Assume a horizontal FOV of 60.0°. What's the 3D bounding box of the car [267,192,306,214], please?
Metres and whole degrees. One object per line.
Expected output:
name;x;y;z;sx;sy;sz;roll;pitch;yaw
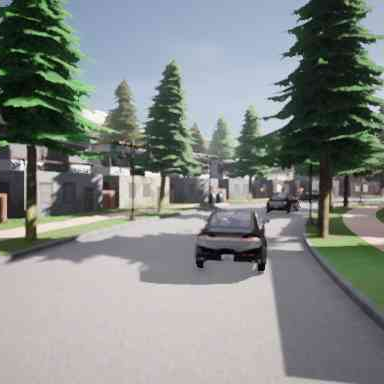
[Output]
car;7.499;0.923;27.176;2.128;1.511;4.902;1;1;29

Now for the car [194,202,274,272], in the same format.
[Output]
car;1.303;1.273;10.154;2.128;1.511;4.902;0;1;11

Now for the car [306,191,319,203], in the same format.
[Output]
car;15.862;0.571;43.922;5.008;1.535;1.882;-1;1;-43
